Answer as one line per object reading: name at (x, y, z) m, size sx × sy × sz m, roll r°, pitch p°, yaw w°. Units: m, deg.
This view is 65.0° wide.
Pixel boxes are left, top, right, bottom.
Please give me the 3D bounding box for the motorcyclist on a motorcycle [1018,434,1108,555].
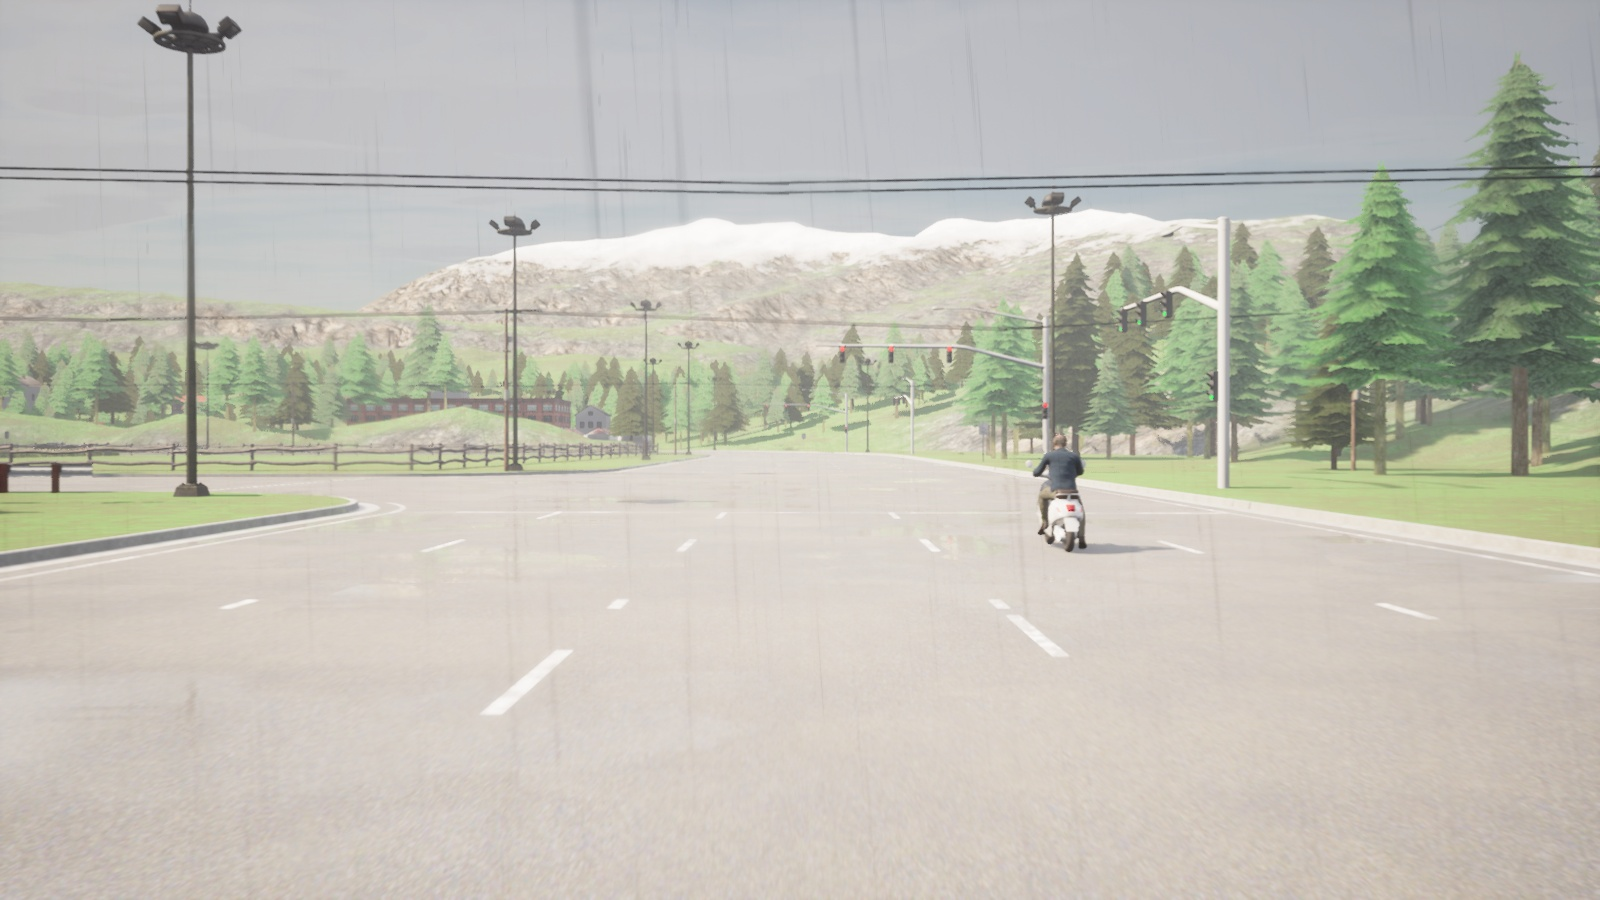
motorcyclist on a motorcycle at (3.610, 0.583, 17.387) m, size 0.866 × 1.590 × 1.817 m, roll 0°, pitch 0°, yaw 0°
